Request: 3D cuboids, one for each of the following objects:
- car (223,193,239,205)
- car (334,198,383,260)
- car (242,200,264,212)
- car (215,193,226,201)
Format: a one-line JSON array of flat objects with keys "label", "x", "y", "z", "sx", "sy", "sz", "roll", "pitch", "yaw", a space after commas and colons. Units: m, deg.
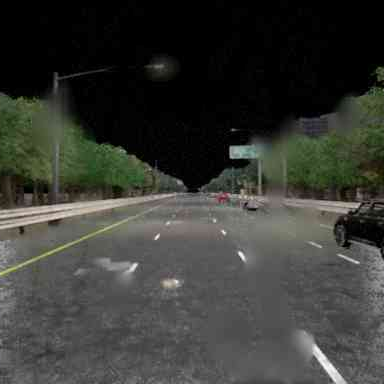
[{"label": "car", "x": 7.195, "y": 1.464, "z": 58.525, "sx": 2.128, "sy": 1.511, "sz": 4.902, "roll": 0, "pitch": 0, "yaw": 0}, {"label": "car", "x": 7.010, "y": 1.222, "z": 11.590, "sx": 2.150, "sy": 2.045, "sz": 5.566, "roll": 0, "pitch": 0, "yaw": 0}, {"label": "car", "x": 7.089, "y": 1.560, "z": 38.681, "sx": 1.994, "sy": 1.385, "sz": 4.181, "roll": 0, "pitch": 0, "yaw": 0}, {"label": "car", "x": 7.316, "y": 1.172, "z": 78.578, "sx": 2.150, "sy": 2.045, "sz": 5.566, "roll": 0, "pitch": 0, "yaw": 0}]
